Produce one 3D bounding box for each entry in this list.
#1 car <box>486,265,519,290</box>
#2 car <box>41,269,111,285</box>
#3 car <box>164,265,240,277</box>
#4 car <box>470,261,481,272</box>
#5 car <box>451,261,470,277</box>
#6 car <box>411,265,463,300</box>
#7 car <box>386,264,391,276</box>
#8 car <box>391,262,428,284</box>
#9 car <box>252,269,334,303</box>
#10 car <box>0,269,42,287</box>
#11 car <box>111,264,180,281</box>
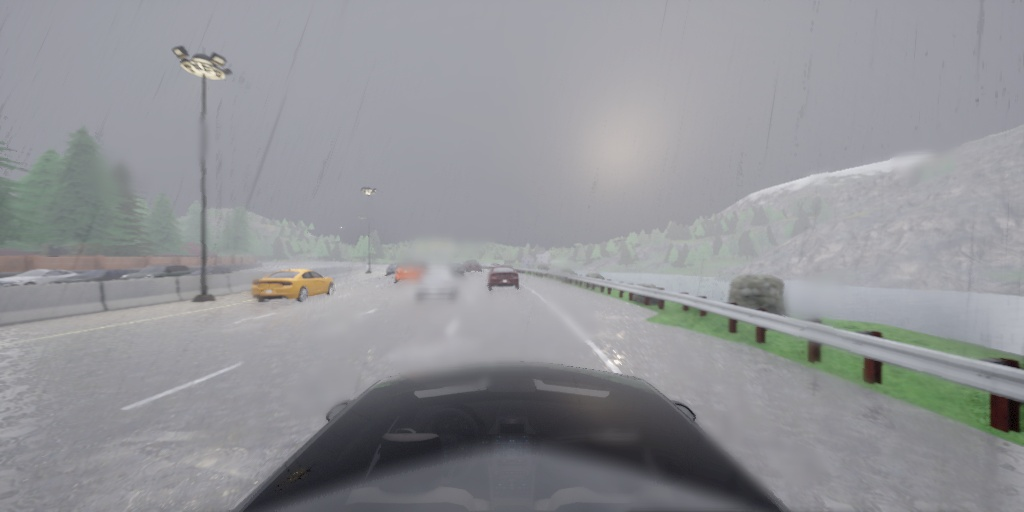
[{"bbox_3d":[-0.685,1.368,24.146,1.882,1.535,5.008,0,0,-6],"label":"car"},{"bbox_3d":[-29.094,1.642,25.572,2.033,1.411,5.357,0,0,-7],"label":"car"},{"bbox_3d":[-22.150,1.599,26.456,2.033,1.411,5.357,0,0,-7],"label":"car"},{"bbox_3d":[-5.881,1.450,52.546,2.097,1.767,4.553,0,0,-15],"label":"car"},{"bbox_3d":[-6.297,1.576,40.451,2.033,1.411,5.357,0,0,-13],"label":"car"},{"bbox_3d":[-3.720,1.403,18.518,1.812,1.442,4.674,0,0,-5],"label":"car"},{"bbox_3d":[-13.964,1.644,42.936,2.033,1.411,5.357,0,0,-14],"label":"car"},{"bbox_3d":[-8.527,1.334,30.435,2.097,1.767,4.553,0,0,-8],"label":"car"},{"bbox_3d":[-10.701,1.400,17.988,1.882,1.535,5.008,0,0,-4],"label":"car"},{"bbox_3d":[-32.538,1.641,24.844,1.812,1.442,4.674,0,-1,-7],"label":"car"},{"bbox_3d":[-25.634,1.425,26.110,2.097,1.767,4.553,0,0,-7],"label":"car"}]
